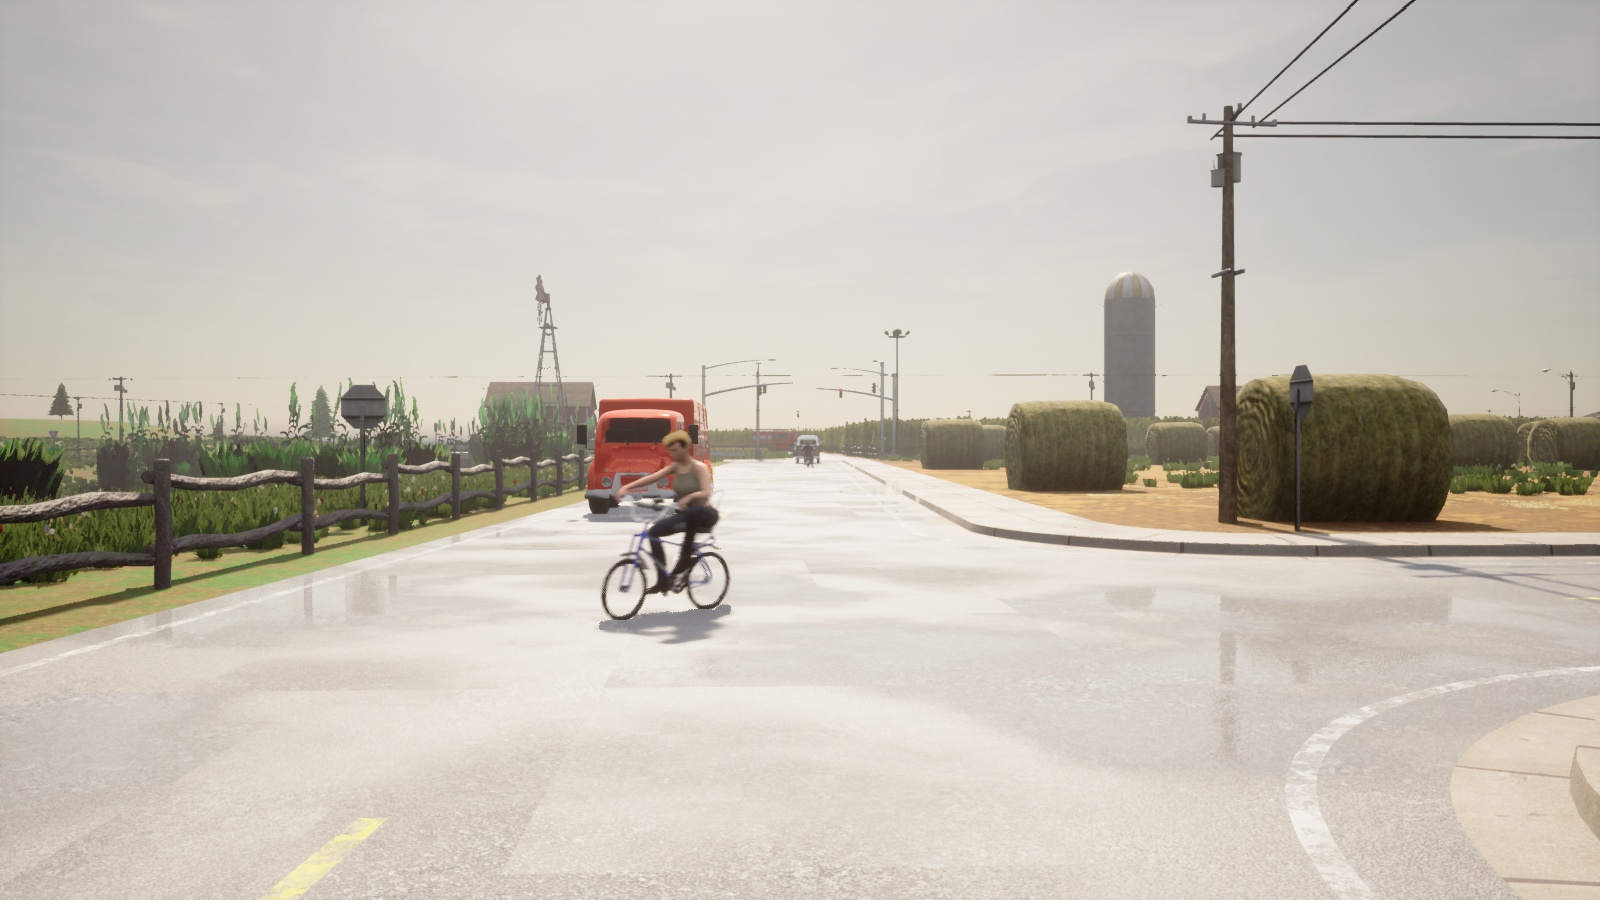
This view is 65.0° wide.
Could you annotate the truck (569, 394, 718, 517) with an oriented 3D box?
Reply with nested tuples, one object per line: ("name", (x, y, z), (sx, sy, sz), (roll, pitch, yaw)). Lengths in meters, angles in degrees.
("truck", (-3.311, 0.100, 27.866), (2.627, 2.467, 5.204), (0, 0, 0))

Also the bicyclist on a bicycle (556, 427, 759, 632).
("bicyclist on a bicycle", (-1.216, 0.633, 10.904), (0.866, 1.612, 1.509), (4, 3, 42))

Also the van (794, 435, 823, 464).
("van", (0.589, -0.048, 91.887), (2.069, 2.038, 4.480), (0, 0, 0))
